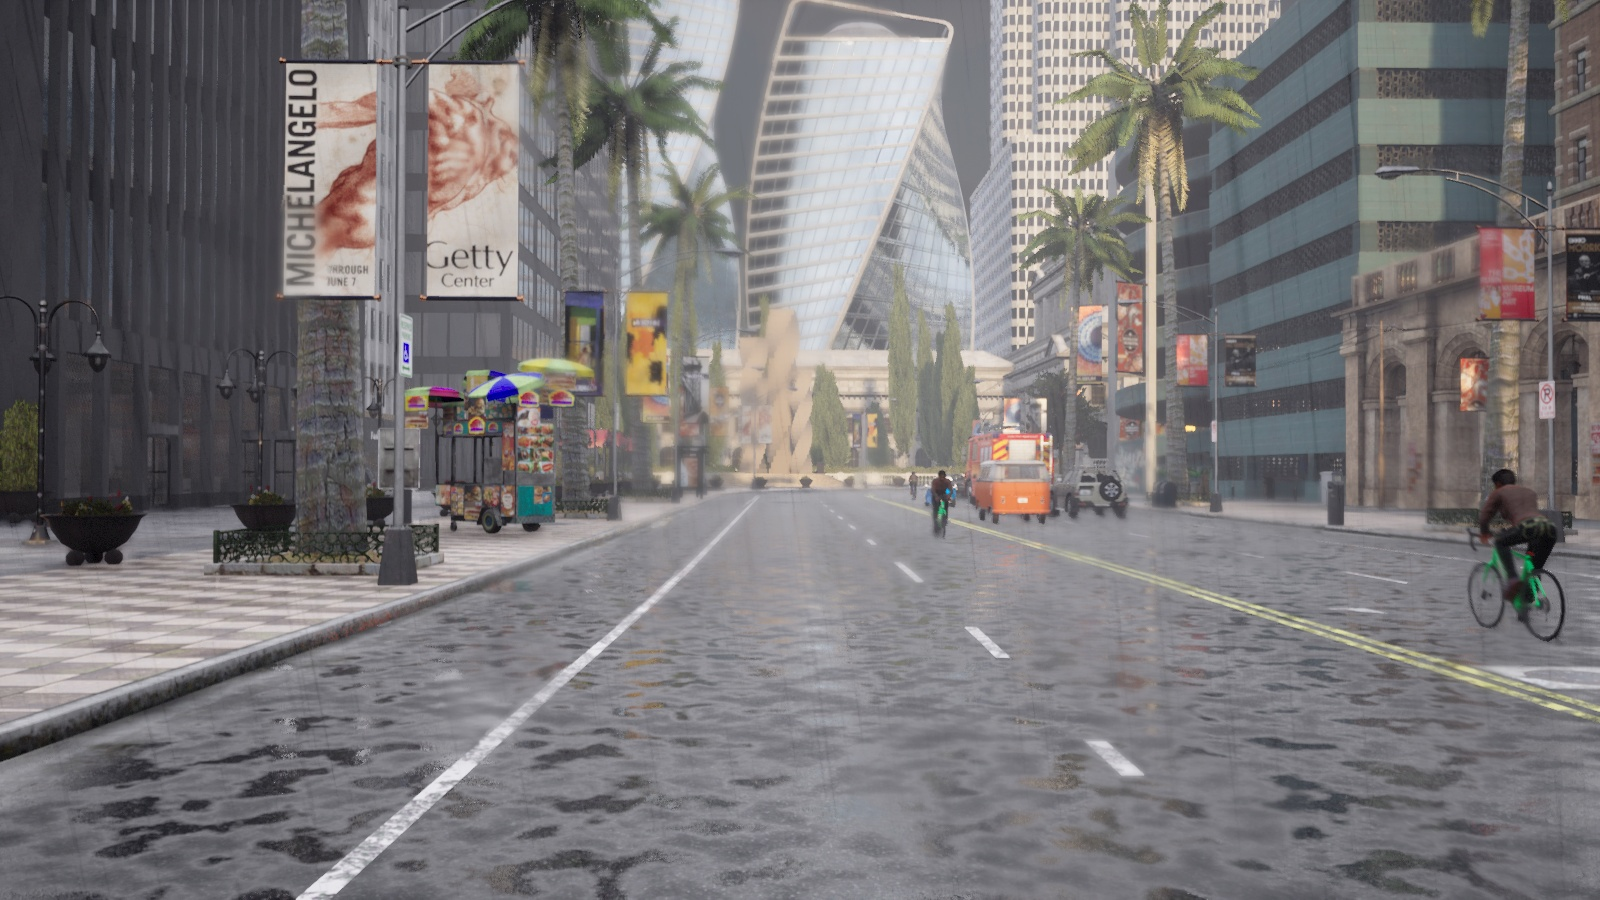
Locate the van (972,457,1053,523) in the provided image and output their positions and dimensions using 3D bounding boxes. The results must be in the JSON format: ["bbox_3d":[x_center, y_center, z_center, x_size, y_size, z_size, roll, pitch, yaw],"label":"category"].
[{"bbox_3d":[6.700,1.232,40.038,1.775,1.987,4.442,0,-1,-1],"label":"van"}]

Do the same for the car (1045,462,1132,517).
[{"bbox_3d":[10.141,1.359,44.472,1.932,1.855,4.605,0,-1,-1],"label":"car"}]

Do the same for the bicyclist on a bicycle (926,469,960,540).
[{"bbox_3d":[3.341,1.264,29.490,0.582,1.620,1.656,0,-1,-1],"label":"bicyclist on a bicycle"}]

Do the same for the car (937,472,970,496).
[{"bbox_3d":[9.858,2.184,80.825,1.816,1.474,4.193,0,-1,3],"label":"car"}]

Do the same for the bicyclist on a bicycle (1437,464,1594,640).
[{"bbox_3d":[6.987,0.954,12.357,0.582,1.620,1.656,0,-1,0],"label":"bicyclist on a bicycle"}]

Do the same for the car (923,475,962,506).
[{"bbox_3d":[6.473,1.831,57.188,1.481,1.376,2.207,0,-1,-1],"label":"car"}]

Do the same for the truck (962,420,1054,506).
[{"bbox_3d":[9.920,0.660,60.804,2.891,3.827,8.468,0,-1,-1],"label":"truck"}]
